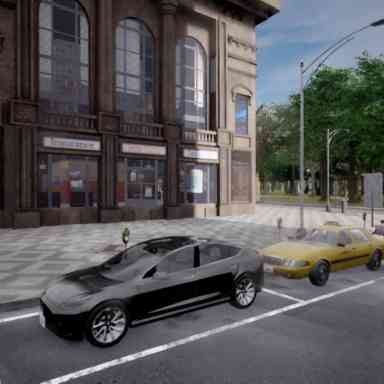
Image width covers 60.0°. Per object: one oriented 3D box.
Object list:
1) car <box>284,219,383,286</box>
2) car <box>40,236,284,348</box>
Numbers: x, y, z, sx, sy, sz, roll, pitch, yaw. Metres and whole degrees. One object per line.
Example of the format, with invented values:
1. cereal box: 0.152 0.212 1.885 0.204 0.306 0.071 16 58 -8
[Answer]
1. car: 3.793 1.524 9.363 4.829 1.417 1.752 0 0 -36
2. car: -0.494 1.565 6.301 4.313 1.339 1.947 0 0 -36
